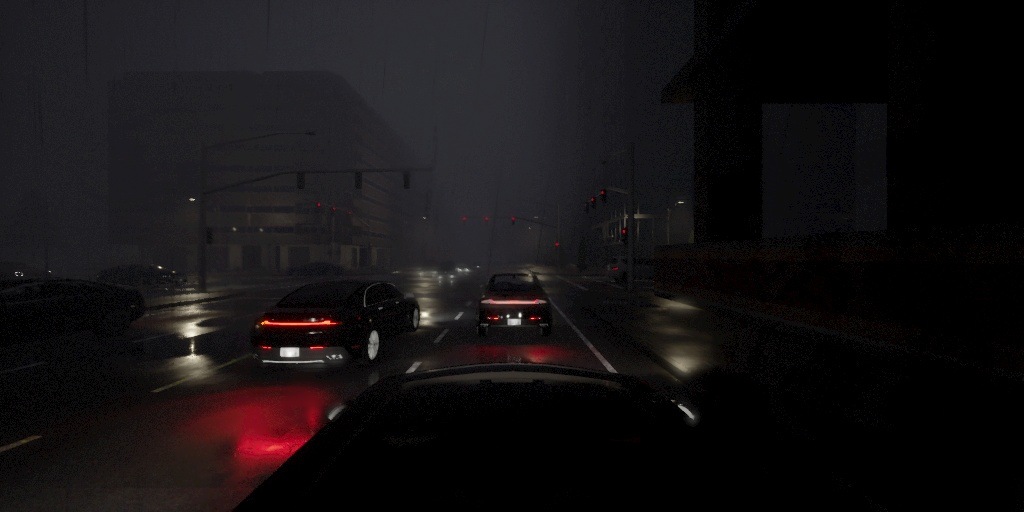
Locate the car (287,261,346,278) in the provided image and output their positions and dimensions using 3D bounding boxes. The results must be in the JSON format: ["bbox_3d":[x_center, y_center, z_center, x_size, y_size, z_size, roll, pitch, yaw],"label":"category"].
[{"bbox_3d":[-18.574,1.285,34.208,5.008,1.535,1.882,0,1,-7],"label":"car"}]

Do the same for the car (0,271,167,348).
[{"bbox_3d":[-10.612,1.241,7.414,2.128,1.511,4.902,0,0,0],"label":"car"}]

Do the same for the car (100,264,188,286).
[{"bbox_3d":[-24.325,1.297,23.697,4.902,1.511,2.128,0,0,0],"label":"car"}]

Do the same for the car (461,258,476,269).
[{"bbox_3d":[-7.440,1.243,57.411,2.128,1.511,4.902,0,0,1],"label":"car"}]

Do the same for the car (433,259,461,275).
[{"bbox_3d":[-7.095,1.309,39.654,2.033,1.411,5.357,0,0,-5],"label":"car"}]

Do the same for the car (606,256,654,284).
[{"bbox_3d":[9.952,1.028,27.022,5.566,2.045,2.150,0,0,0],"label":"car"}]

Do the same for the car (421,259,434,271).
[{"bbox_3d":[-10.978,1.227,48.593,1.882,1.535,5.008,0,0,0],"label":"car"}]

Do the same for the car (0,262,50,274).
[{"bbox_3d":[-33.392,1.157,23.716,4.553,1.767,2.097,0,0,0],"label":"car"}]

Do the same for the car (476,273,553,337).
[{"bbox_3d":[0.060,1.242,10.337,2.128,1.511,4.902,0,0,0],"label":"car"}]

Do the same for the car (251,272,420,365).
[{"bbox_3d":[-3.451,1.255,8.018,1.837,1.490,4.892,0,0,0],"label":"car"}]
